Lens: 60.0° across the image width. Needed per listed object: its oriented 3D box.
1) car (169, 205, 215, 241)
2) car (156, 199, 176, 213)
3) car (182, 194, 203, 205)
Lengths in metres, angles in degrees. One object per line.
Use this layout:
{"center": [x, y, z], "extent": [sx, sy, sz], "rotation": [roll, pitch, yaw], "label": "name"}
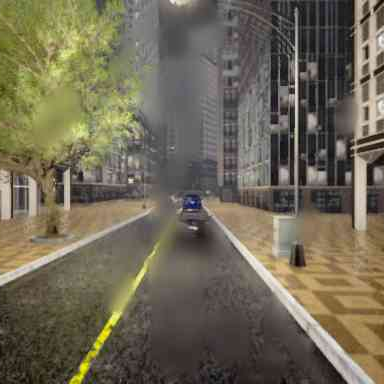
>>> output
{"center": [0.082, 1.567, 16.594], "extent": [1.994, 1.385, 4.181], "rotation": [0, 0, 0], "label": "car"}
{"center": [-2.856, 1.537, 37.065], "extent": [1.837, 1.490, 4.892], "rotation": [0, -1, 0], "label": "car"}
{"center": [0.054, 1.251, 38.122], "extent": [2.150, 2.045, 5.566], "rotation": [0, 0, 0], "label": "car"}
